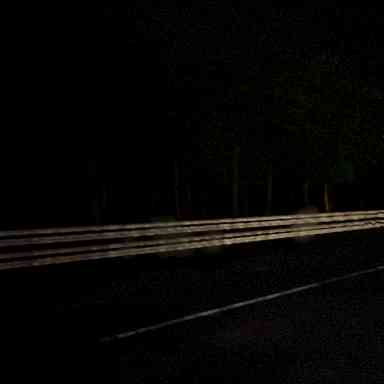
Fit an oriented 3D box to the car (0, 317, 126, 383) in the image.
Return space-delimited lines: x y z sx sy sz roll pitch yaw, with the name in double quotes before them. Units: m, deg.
"car" -2.676 1.595 1.840 4.718 1.301 1.895 0 0 -35
